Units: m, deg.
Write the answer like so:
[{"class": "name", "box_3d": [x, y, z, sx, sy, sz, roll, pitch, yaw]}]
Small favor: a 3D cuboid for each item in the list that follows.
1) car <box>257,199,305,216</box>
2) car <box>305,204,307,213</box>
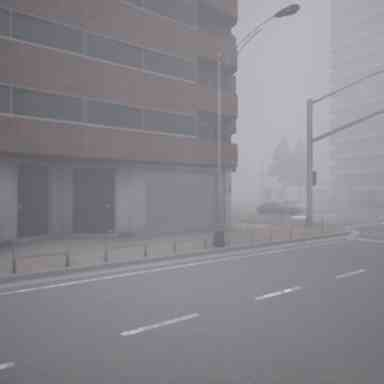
[{"class": "car", "box_3d": [8.311, 1.561, 32.302, 1.994, 1.385, 4.181, 0, 0, -35]}, {"class": "car", "box_3d": [10.520, 1.524, 35.249, 1.812, 1.442, 4.674, 0, 0, -35]}]
